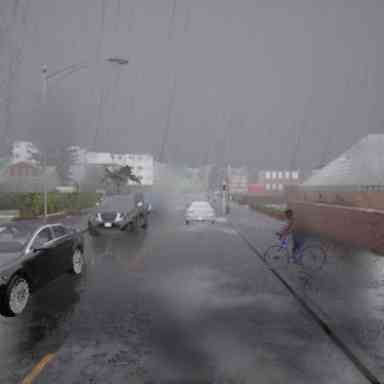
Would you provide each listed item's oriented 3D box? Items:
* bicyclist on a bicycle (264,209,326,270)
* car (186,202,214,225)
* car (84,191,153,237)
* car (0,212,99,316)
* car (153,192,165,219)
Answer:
[{"bbox_3d":[2.752,1.293,8.888,1.656,1.620,0.582,0,0,1],"label":"bicyclist on a bicycle"},{"bbox_3d":[0.560,1.383,22.731,1.812,1.442,4.674,0,0,1],"label":"car"},{"bbox_3d":[-3.721,1.109,17.778,2.150,2.045,5.566,0,0,2],"label":"car"},{"bbox_3d":[-3.960,1.444,7.460,2.128,1.511,4.902,0,0,1],"label":"car"},{"bbox_3d":[-3.447,1.047,26.993,2.150,2.045,5.566,0,0,1],"label":"car"}]
